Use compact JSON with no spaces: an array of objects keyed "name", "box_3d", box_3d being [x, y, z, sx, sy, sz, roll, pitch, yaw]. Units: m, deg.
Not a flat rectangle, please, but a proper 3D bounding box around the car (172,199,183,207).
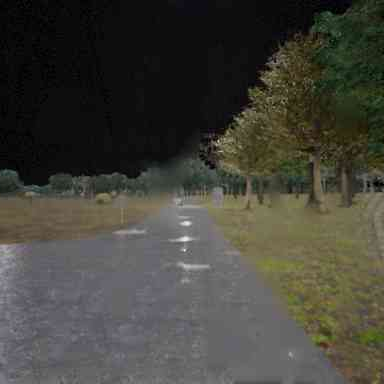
[{"name":"car","box_3d":[-2.733,1.976,62.110,2.128,1.511,4.902,0,0,0]}]
